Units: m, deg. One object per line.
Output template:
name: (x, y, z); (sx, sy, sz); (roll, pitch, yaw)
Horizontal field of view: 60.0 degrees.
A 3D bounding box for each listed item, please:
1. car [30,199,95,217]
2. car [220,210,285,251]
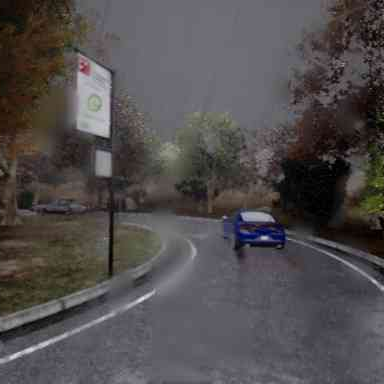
car: (-11.121, 1.310, 28.594); (5.357, 1.411, 2.033); (1, 0, 14)
car: (2.438, 1.488, 14.335); (1.882, 1.535, 5.008); (2, 0, -3)
